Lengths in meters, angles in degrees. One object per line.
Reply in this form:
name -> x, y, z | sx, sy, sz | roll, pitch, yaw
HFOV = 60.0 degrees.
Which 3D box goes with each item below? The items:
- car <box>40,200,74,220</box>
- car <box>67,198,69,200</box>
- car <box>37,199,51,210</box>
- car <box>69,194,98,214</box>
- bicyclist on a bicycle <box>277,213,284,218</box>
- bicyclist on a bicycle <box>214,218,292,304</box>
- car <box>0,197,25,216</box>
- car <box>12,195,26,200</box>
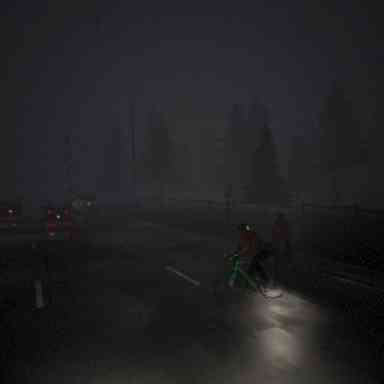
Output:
car -> -11.248, 1.587, 27.521 | 1.895, 1.301, 4.718 | 0, 0, -26
car -> -16.581, 1.504, 46.124 | 1.812, 1.442, 4.674 | 0, 0, -26
car -> -19.037, 1.543, 43.332 | 1.994, 1.385, 4.181 | 0, 0, -27
car -> -11.593, 1.207, 35.960 | 2.150, 2.045, 5.566 | 0, 0, -26
bicyclist on a bicycle -> 2.623, 1.435, 9.641 | 0.582, 1.620, 1.656 | -1, 1, 30
bicyclist on a bicycle -> 1.208, 1.452, 6.797 | 1.656, 1.620, 0.582 | -2, 0, -14
car -> -17.616, 1.488, 32.527 | 1.837, 1.490, 4.892 | 0, 0, -26
car -> -24.647, 1.329, 46.802 | 2.097, 1.767, 4.553 | 0, 0, -26
